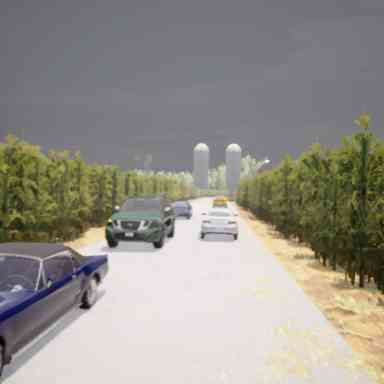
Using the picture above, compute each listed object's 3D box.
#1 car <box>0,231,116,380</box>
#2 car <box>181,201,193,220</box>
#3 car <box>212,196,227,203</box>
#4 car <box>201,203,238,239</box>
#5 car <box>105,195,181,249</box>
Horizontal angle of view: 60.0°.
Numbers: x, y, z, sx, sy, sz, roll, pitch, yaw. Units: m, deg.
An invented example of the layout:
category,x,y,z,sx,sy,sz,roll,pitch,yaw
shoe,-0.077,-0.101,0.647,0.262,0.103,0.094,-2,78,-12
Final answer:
category,x,y,z,sx,sy,sz,roll,pitch,yaw
car,-2.892,1.544,5.068,1.895,1.301,4.718,1,0,5
car,-0.934,1.468,28.112,1.812,1.442,4.674,1,1,5
car,3.754,1.279,44.830,1.882,1.535,5.008,1,0,5
car,1.470,1.568,17.744,1.812,1.442,4.674,1,0,5
car,-2.061,1.187,14.911,2.150,2.045,5.566,1,0,5
